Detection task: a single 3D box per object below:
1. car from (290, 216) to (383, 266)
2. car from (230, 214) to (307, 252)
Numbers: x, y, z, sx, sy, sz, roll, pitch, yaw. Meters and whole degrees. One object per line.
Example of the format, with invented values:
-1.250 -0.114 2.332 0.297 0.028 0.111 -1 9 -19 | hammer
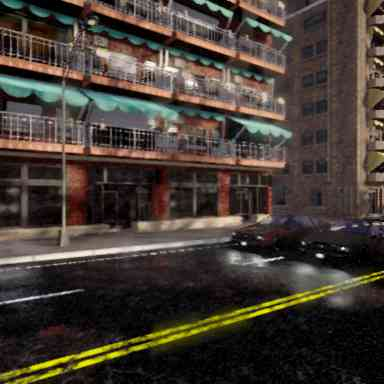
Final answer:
6.252 1.690 12.292 5.357 1.411 2.033 1 -1 -37 | car
4.203 1.691 14.818 5.357 1.411 2.033 1 -1 -37 | car
